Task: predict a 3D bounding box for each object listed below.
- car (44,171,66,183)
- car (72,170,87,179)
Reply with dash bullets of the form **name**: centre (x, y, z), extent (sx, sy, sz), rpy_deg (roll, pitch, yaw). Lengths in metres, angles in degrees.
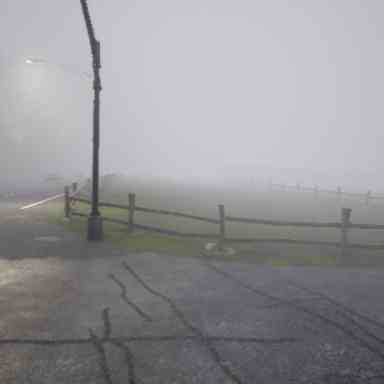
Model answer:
- **car**: centre (-18.072, -1.981, 43.989), extent (1.837, 1.490, 4.892), rpy_deg (1, 4, -9)
- **car**: centre (-20.982, -3.420, 62.232), extent (2.097, 1.767, 4.553), rpy_deg (1, 4, -9)
